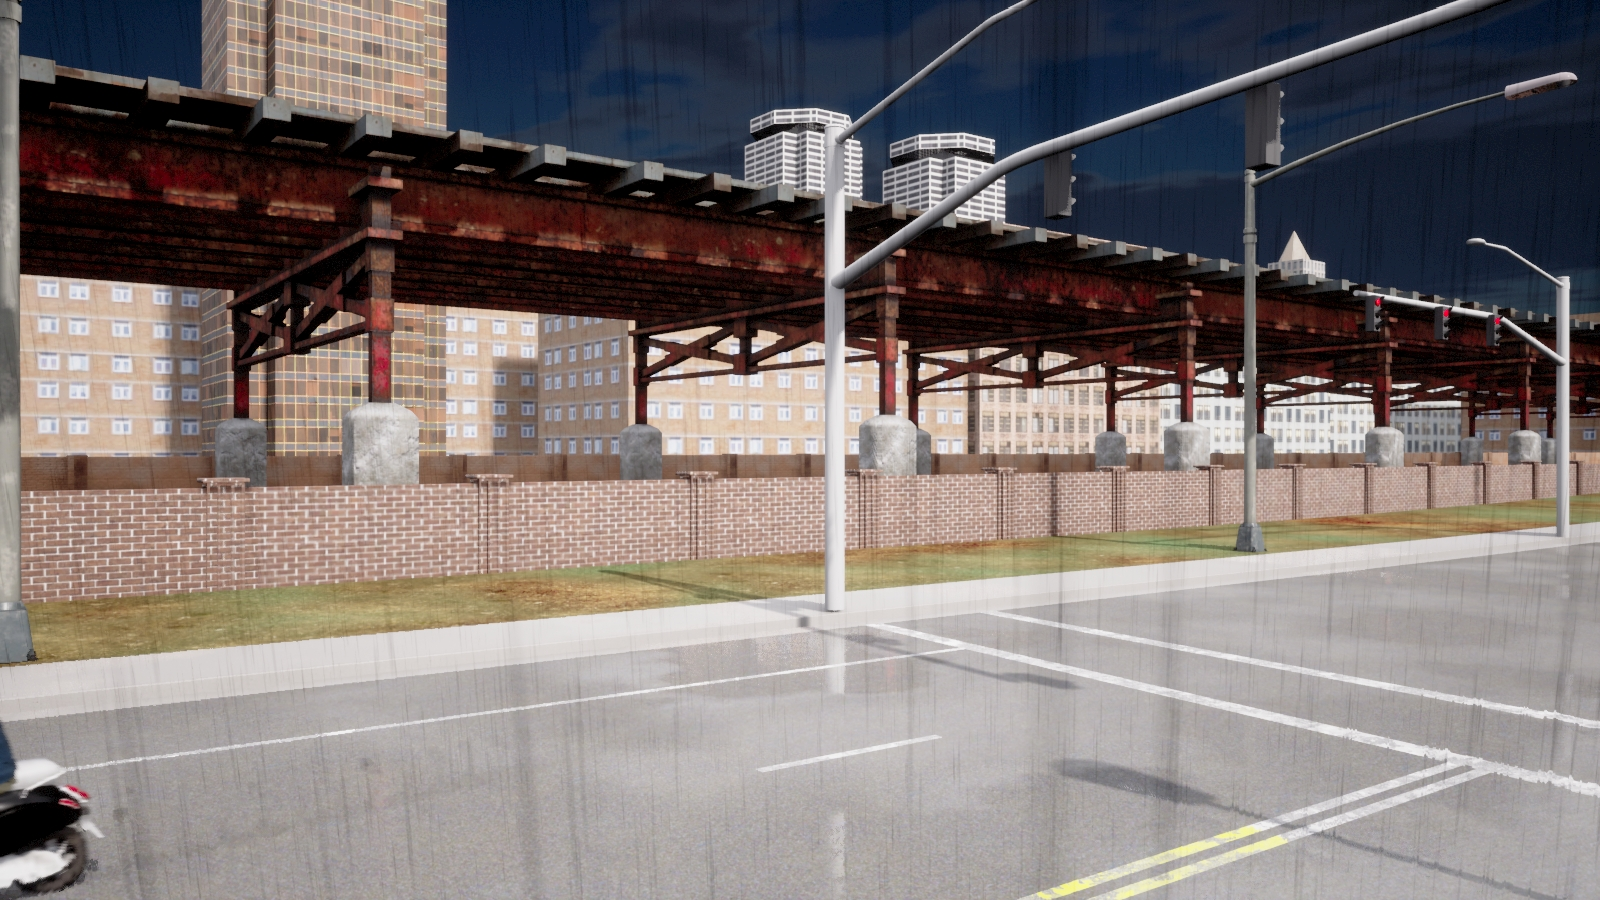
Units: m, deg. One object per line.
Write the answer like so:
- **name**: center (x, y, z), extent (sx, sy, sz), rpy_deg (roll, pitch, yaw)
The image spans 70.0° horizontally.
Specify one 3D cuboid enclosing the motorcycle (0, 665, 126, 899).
- **motorcycle**: center (-5.144, 2.129, 6.774), extent (0.856, 1.341, 1.805), rpy_deg (0, 0, 41)
